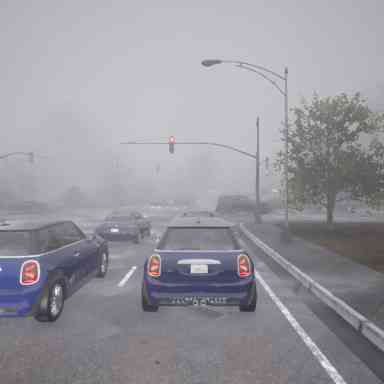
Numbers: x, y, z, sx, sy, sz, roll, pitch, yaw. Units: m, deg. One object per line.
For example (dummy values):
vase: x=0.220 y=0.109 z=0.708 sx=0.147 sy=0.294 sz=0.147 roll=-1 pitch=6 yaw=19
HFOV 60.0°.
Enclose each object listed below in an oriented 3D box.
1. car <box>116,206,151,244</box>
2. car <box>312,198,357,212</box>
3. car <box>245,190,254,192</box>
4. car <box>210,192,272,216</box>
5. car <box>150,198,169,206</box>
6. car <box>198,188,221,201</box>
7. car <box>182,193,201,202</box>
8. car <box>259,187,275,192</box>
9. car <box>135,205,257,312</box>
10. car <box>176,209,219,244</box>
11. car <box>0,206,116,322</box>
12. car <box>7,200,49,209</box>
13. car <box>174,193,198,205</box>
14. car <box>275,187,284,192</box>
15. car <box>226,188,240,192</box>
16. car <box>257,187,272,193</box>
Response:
car: x=-3.199 y=1.594 z=16.018 sx=1.994 sy=1.385 sz=4.181 roll=0 pitch=0 yaw=2
car: x=16.434 y=1.532 z=38.431 sx=4.892 sy=1.490 sz=1.837 roll=-1 pitch=0 yaw=4
car: x=14.132 y=0.206 z=81.913 sx=1.812 sy=1.442 sz=4.674 roll=0 pitch=3 yaw=33
car: x=5.024 y=1.294 z=32.797 sx=5.566 sy=2.045 sz=2.150 roll=0 pitch=1 yaw=26
car: x=-5.318 y=1.644 z=54.238 sx=1.994 sy=1.385 sz=4.181 roll=0 pitch=1 yaw=16
car: x=3.682 y=0.818 z=69.359 sx=2.150 sy=2.045 sz=5.566 roll=0 pitch=3 yaw=23
car: x=-0.080 y=1.153 z=69.514 sx=2.128 sy=1.511 sz=4.902 roll=0 pitch=2 yaw=23
car: x=17.662 y=0.142 z=80.977 sx=2.128 sy=1.511 sz=4.902 roll=0 pitch=3 yaw=33
car: x=0.139 y=1.361 z=7.909 sx=2.097 sy=1.767 sz=4.553 roll=0 pitch=0 yaw=0
car: x=0.326 y=1.633 z=16.940 sx=1.895 sy=1.301 sz=4.718 roll=0 pitch=0 yaw=2
car: x=-3.365 y=1.361 z=7.405 sx=2.097 sy=1.767 sz=4.553 roll=0 pitch=0 yaw=1
car: x=-19.947 y=1.701 z=40.476 sx=4.892 sy=1.490 sz=1.837 roll=-1 pitch=0 yaw=4
car: x=-1.244 y=1.263 z=55.793 sx=2.150 sy=2.045 sz=5.566 roll=0 pitch=1 yaw=17
car: x=23.401 y=-0.598 z=89.378 sx=1.882 sy=1.535 sz=5.008 roll=0 pitch=3 yaw=38
car: x=10.135 y=0.028 z=82.084 sx=2.150 sy=2.045 sz=5.566 roll=0 pitch=3 yaw=30
car: x=19.801 y=-0.522 z=90.398 sx=2.128 sy=1.511 sz=4.902 roll=0 pitch=3 yaw=38
